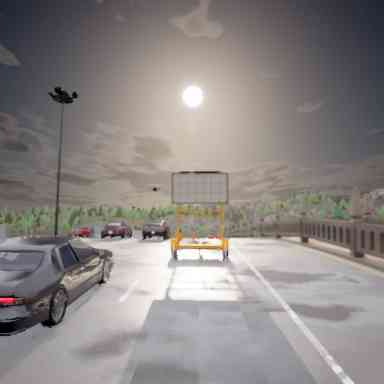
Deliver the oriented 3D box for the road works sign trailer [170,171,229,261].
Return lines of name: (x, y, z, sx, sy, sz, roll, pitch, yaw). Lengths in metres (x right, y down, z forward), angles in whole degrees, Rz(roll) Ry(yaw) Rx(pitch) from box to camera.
road works sign trailer: (0.349, 0.917, 14.089, 2.380, 3.560, 2.880, 0, -4, 3)

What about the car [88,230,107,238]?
car: (-16.292, 7.300, 57.480, 1.994, 1.385, 4.181, 0, -8, 2)

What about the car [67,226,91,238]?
car: (-19.764, 7.074, 58.375, 2.150, 2.045, 5.566, 0, -8, 2)

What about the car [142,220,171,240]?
car: (-2.786, 3.052, 26.734, 2.128, 1.511, 4.902, 0, -7, 1)

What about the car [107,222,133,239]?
car: (-6.259, 3.238, 28.026, 1.812, 1.442, 4.674, 0, -7, 1)

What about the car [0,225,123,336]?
car: (-3.204, 1.691, 7.219, 2.033, 1.411, 5.357, 0, -2, 1)
